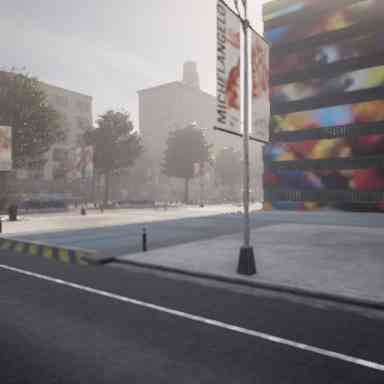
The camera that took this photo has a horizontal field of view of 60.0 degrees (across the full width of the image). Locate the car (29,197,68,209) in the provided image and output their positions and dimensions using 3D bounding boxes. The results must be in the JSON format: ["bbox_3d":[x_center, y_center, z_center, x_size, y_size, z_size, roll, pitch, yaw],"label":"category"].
[{"bbox_3d":[-20.147,1.538,47.538,2.097,1.767,4.553,0,0,36],"label":"car"}]

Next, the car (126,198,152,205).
[{"bbox_3d":[-9.456,1.803,62.059,1.895,1.301,4.718,0,0,36],"label":"car"}]

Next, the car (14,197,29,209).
[{"bbox_3d":[-23.591,1.549,48.745,2.097,1.767,4.553,0,0,36],"label":"car"}]

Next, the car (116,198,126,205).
[{"bbox_3d":[-12.308,1.815,64.088,1.895,1.301,4.718,0,0,36],"label":"car"}]

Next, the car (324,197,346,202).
[{"bbox_3d":[17.358,1.394,39.510,2.002,1.452,4.674,0,0,36],"label":"car"}]
